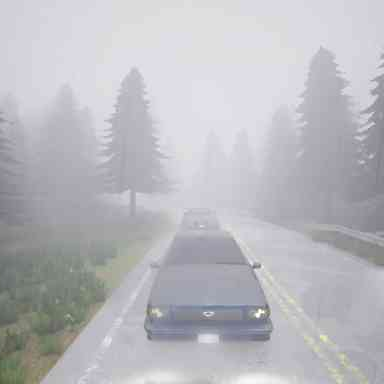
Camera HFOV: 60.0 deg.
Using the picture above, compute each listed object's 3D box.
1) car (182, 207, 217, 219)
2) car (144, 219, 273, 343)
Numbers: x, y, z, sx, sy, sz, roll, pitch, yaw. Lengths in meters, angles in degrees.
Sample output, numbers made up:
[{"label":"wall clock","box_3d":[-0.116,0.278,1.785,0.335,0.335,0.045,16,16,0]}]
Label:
[{"label":"car","box_3d":[0.436,1.584,19.156,1.994,1.385,4.181,0,0,-2]},{"label":"car","box_3d":[0.265,1.557,7.071,2.033,1.411,5.357,0,0,1]}]
